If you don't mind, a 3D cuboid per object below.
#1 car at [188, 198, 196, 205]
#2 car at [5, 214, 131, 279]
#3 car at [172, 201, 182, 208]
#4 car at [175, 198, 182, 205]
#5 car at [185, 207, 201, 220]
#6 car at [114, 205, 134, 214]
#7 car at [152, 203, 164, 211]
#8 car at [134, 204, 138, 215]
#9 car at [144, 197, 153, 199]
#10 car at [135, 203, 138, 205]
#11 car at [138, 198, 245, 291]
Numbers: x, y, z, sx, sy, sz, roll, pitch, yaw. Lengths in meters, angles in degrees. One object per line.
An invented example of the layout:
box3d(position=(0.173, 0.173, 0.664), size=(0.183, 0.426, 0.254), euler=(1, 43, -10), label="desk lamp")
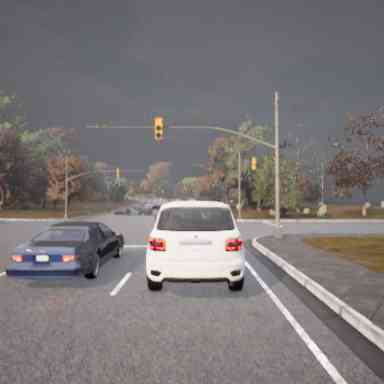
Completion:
box3d(position=(-0.087, 2.519, 87.588), size=(1.882, 1.535, 5.008), euler=(0, 1, -3), label="car")
box3d(position=(-3.416, 1.597, 10.086), size=(2.033, 1.411, 5.357), euler=(0, -1, 0), label="car")
box3d(position=(-3.493, 2.867, 77.442), size=(1.994, 1.385, 4.181), euler=(0, 1, 0), label="car")
box3d(position=(-3.586, 2.515, 87.503), size=(1.882, 1.535, 5.008), euler=(0, 1, -3), label="car")
box3d(position=(0.104, 2.607, 41.325), size=(1.837, 1.490, 4.892), euler=(0, -2, 0), label="car")
box3d(position=(-10.575, 2.917, 50.861), size=(1.994, 1.385, 4.181), euler=(0, -1, 0), label="car")
box3d(position=(-6.994, 3.023, 68.727), size=(1.895, 1.301, 4.718), euler=(0, 1, 0), label="car")
box3d(position=(-7.077, 2.902, 50.896), size=(2.033, 1.411, 5.357), euler=(0, -1, 0), label="car")
box3d(position=(-10.496, 2.112, 81.577), size=(2.150, 2.045, 5.566), euler=(0, 1, 0), label="car")
box3d(position=(-10.513, 2.946, 66.193), size=(1.837, 1.490, 4.892), euler=(0, 1, 1), label="car")
box3d(position=(0.084, 1.258, 9.229), size=(2.150, 2.045, 5.566), euler=(0, -1, 0), label="car")
